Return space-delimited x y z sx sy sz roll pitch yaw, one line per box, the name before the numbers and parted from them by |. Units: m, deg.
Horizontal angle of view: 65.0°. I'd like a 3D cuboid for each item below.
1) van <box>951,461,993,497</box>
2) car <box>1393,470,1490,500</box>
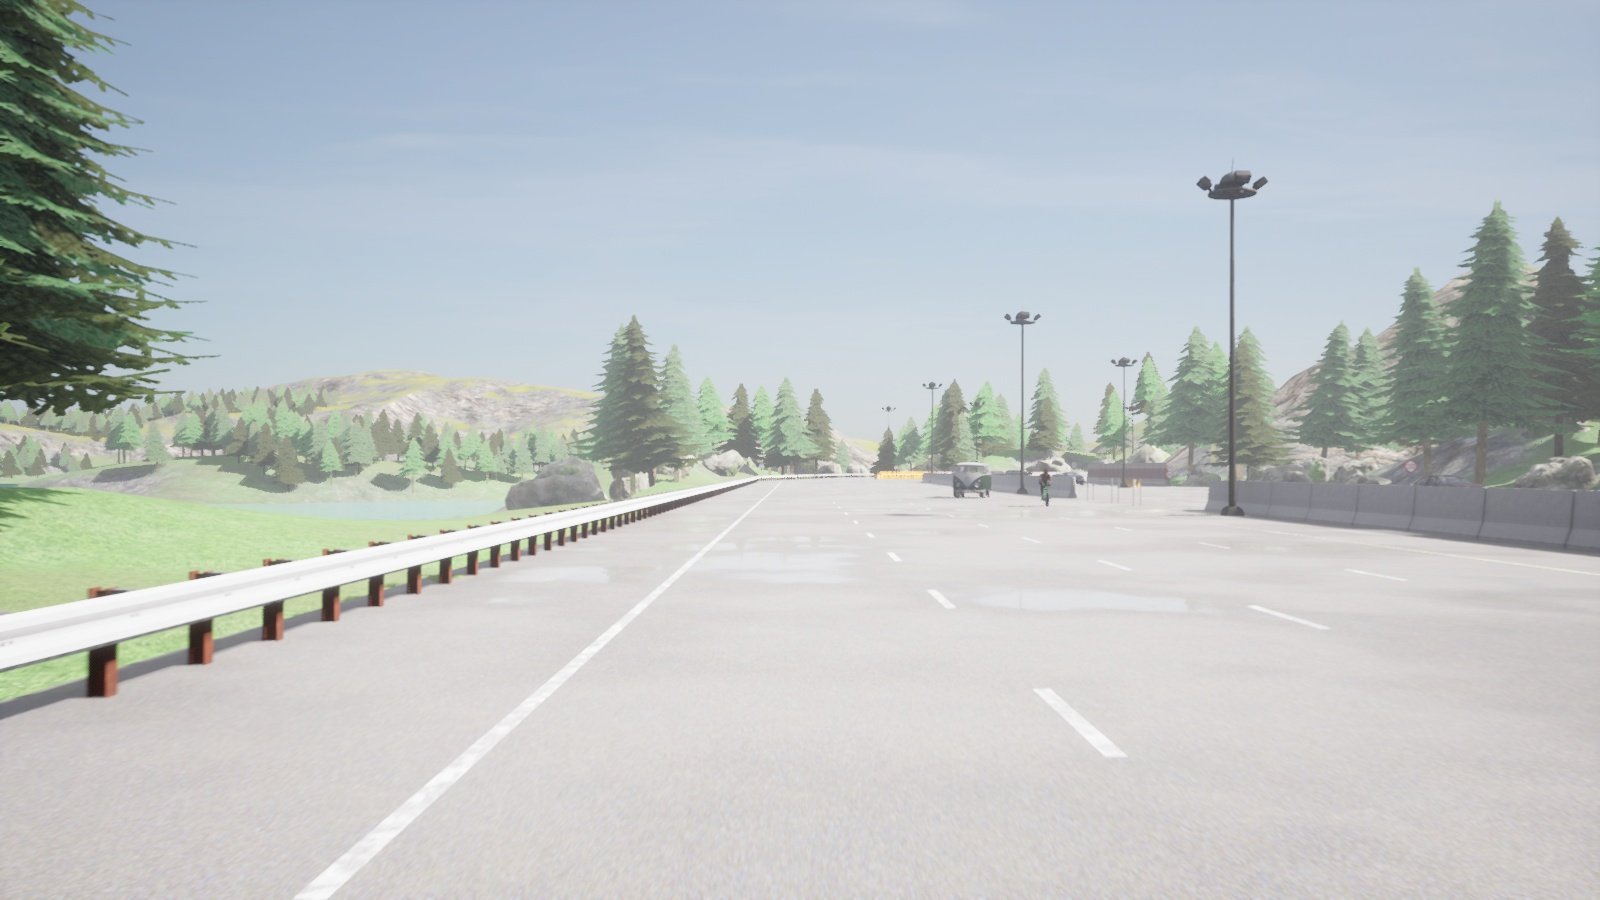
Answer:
van | 9.637 1.600 70.183 1.775 1.987 4.442 0 -1 15
car | 31.352 1.675 61.558 2.033 1.411 5.357 0 -1 0
